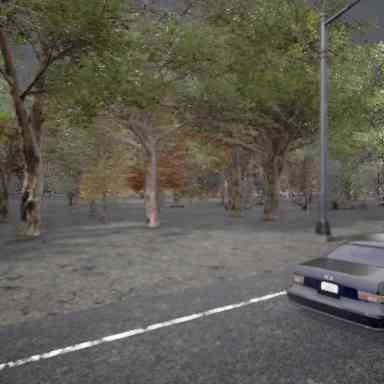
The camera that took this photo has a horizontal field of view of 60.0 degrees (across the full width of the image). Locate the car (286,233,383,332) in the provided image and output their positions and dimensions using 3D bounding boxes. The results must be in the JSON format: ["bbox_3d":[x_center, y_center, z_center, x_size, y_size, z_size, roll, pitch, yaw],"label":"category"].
[{"bbox_3d":[4.238,1.576,6.765,5.357,1.411,2.033,0,0,-35],"label":"car"}]
